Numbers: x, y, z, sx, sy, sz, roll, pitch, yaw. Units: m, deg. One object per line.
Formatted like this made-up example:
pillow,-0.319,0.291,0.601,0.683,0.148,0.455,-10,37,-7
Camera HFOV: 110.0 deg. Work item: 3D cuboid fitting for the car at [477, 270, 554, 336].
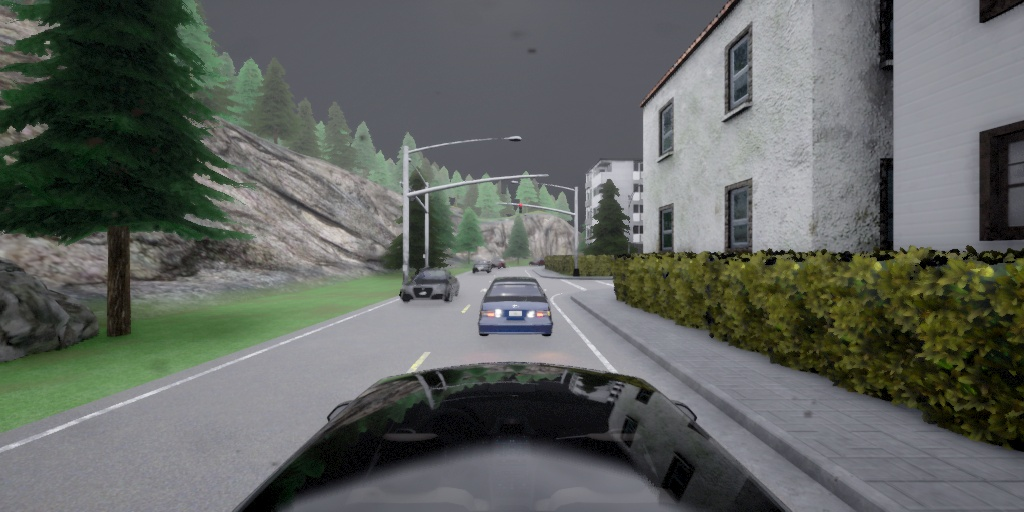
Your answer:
car,0.088,1.297,10.313,2.033,1.411,5.357,0,0,0

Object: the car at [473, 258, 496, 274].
car,-3.440,1.241,41.928,2.128,1.511,4.902,0,0,2

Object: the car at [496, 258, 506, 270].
car,-2.463,1.101,54.373,2.097,1.767,4.553,0,0,14

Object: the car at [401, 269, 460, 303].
car,-3.585,1.314,16.429,1.994,1.385,4.181,0,0,0
